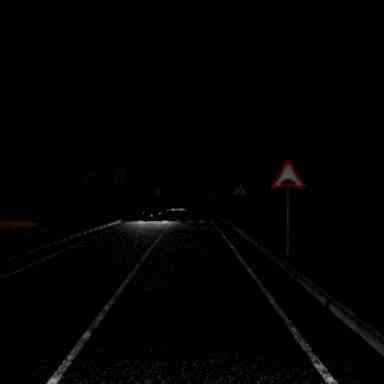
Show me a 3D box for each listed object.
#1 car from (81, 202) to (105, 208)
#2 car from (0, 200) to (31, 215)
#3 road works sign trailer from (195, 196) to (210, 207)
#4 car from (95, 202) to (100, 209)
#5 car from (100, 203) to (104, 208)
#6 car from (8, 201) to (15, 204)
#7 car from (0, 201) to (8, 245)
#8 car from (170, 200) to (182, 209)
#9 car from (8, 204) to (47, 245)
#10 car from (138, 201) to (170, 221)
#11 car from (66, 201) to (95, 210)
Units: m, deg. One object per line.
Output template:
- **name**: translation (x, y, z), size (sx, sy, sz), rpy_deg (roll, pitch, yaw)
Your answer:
- **car**: translation (-21.743, 2.857, 73.410), size (4.674, 1.452, 2.002), rpy_deg (0, -1, 0)
- **car**: translation (-21.933, 1.823, 39.392), size (4.553, 1.767, 2.185), rpy_deg (0, -1, 0)
- **road works sign trailer**: translation (2.623, 2.604, 83.838), size (3.560, 2.880, 2.380), rpy_deg (-9, 50, -43)
- **car**: translation (-21.769, 2.654, 66.991), size (4.892, 1.521, 2.231), rpy_deg (0, -1, 0)
- **car**: translation (-21.765, 2.737, 70.264), size (5.008, 1.535, 2.097), rpy_deg (0, -1, 0)
- **car**: translation (-21.874, 1.909, 36.218), size (4.674, 1.452, 2.002), rpy_deg (0, -1, 0)
- **car**: translation (-9.567, 1.324, 11.915), size (4.553, 1.767, 2.185), rpy_deg (0, 0, 0)
- **car**: translation (-3.055, 2.878, 70.705), size (1.895, 1.301, 4.718), rpy_deg (0, -1, 0)
- **car**: translation (-9.363, 1.471, 14.832), size (5.366, 1.575, 1.946), rpy_deg (0, 0, 0)
- **car**: translation (-3.304, 1.765, 29.755), size (1.837, 1.490, 4.892), rpy_deg (0, -1, 0)
- **car**: translation (-21.787, 2.610, 63.715), size (4.674, 1.452, 2.002), rpy_deg (0, -1, 0)
